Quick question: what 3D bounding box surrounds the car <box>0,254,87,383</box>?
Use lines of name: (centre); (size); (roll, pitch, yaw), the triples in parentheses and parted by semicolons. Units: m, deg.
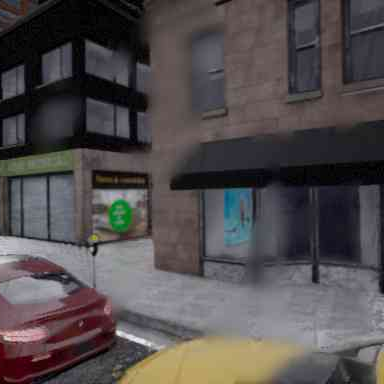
car: (-2.903, 1.602, 4.919); (4.206, 1.307, 1.802); (0, -1, 35)

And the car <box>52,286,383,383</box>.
car: (1.431, 1.519, 1.848); (4.829, 1.417, 1.752); (0, -1, 35)
